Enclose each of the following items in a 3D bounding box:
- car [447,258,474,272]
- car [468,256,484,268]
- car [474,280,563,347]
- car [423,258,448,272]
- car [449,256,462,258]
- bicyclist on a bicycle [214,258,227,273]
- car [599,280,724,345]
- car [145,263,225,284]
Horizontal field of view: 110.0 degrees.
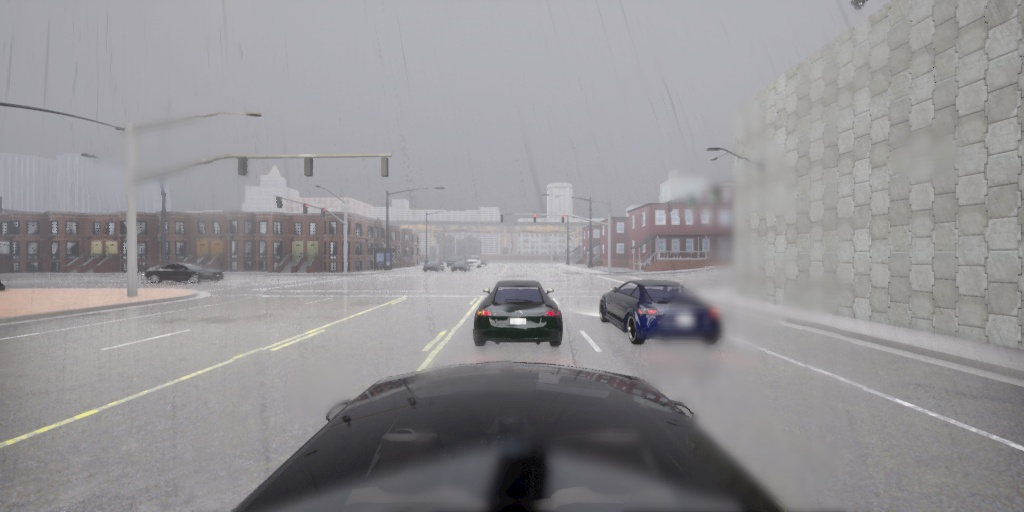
[{"bbox_3d":[-6.541,1.297,46.215,2.033,1.411,5.357,0,0,1],"label":"car"},{"bbox_3d":[-6.372,0.963,59.040,2.150,2.045,5.566,0,1,1],"label":"car"},{"bbox_3d":[0.166,1.314,9.388,1.994,1.385,4.181,0,0,1],"label":"car"},{"bbox_3d":[-10.036,1.297,46.488,2.033,1.411,5.357,0,0,1],"label":"car"},{"bbox_3d":[-9.823,0.973,61.627,2.150,2.045,5.566,0,0,1],"label":"car"},{"bbox_3d":[-30.380,1.053,37.372,0.582,1.620,1.656,0,0,1],"label":"bicyclist on a bicycle"},{"bbox_3d":[3.670,1.314,9.546,1.994,1.385,4.181,0,0,1],"label":"car"},{"bbox_3d":[-23.934,1.254,26.328,4.892,1.490,1.837,0,0,1],"label":"car"}]
